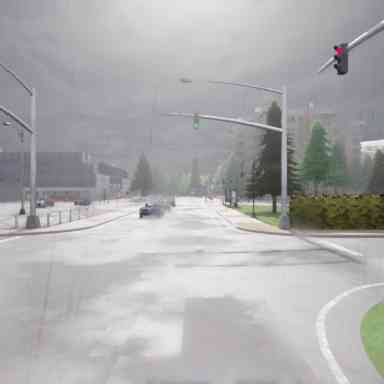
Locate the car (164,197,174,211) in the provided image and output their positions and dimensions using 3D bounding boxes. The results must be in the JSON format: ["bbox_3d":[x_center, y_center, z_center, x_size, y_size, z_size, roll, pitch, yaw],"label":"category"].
[{"bbox_3d":[-3.568,1.568,40.236,1.994,1.385,4.181,0,0,0],"label":"car"}]

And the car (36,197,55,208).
[{"bbox_3d":[-20.482,1.389,45.615,1.970,1.475,3.806,0,0,0],"label":"car"}]

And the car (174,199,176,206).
[{"bbox_3d":[-3.521,1.483,50.719,1.882,1.535,5.008,0,0,0],"label":"car"}]

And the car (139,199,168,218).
[{"bbox_3d":[-3.582,1.604,30.240,1.895,1.301,4.718,0,0,0],"label":"car"}]

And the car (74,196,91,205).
[{"bbox_3d":[-17.424,1.379,53.004,1.845,1.501,3.633,0,0,0],"label":"car"}]
